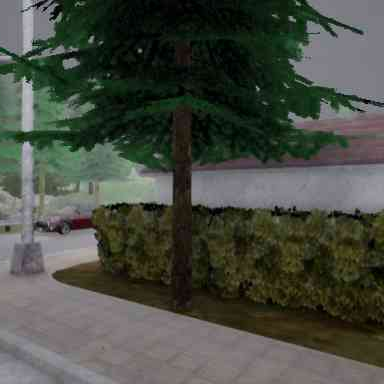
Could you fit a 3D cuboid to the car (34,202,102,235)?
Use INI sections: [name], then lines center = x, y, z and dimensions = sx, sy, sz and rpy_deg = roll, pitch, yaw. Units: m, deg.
[car]
center = -7.085, 1.506, 20.219
dimensions = 2.097, 1.767, 4.553
rpy_deg = 0, 0, 35
